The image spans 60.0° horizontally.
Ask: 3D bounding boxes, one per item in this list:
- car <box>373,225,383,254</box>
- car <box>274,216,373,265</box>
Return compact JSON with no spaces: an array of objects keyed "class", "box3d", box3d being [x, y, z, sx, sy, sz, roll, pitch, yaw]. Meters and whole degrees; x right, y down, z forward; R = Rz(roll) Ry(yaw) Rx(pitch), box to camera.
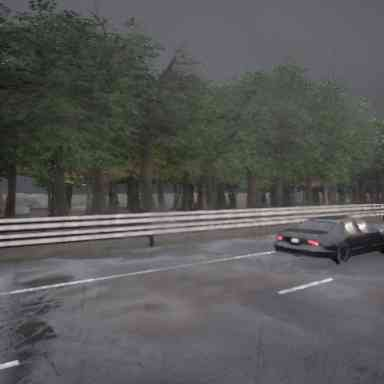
[{"class":"car","box3d":[7.309,1.557,8.964,5.357,1.411,2.033,0,0,-35]},{"class":"car","box3d":[5.246,1.557,11.791,5.357,1.411,2.033,0,0,-35]}]
